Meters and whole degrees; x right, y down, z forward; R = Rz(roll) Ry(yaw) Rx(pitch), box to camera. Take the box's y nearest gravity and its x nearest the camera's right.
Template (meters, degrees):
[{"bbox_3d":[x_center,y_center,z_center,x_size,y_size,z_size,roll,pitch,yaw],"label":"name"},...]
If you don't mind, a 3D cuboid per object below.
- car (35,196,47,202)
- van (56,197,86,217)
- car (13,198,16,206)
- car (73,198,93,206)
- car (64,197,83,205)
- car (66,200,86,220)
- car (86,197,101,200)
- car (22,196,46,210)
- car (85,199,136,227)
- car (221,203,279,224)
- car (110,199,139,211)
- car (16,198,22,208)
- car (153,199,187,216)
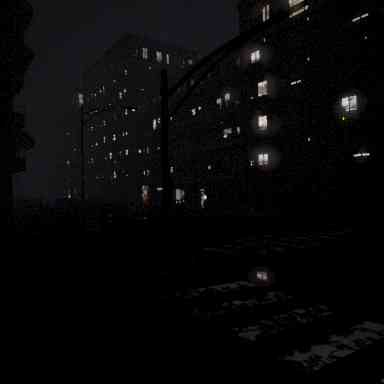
[{"bbox_3d":[-37.659,1.728,82.835,1.887,1.381,4.507,-1,1,-36],"label":"car"},{"bbox_3d":[-12.277,1.483,32.947,1.690,1.788,3.998,-1,1,-36],"label":"van"},{"bbox_3d":[-31.594,1.782,59.956,1.887,1.381,4.507,-1,1,-36],"label":"car"},{"bbox_3d":[-18.339,1.643,55.828,1.947,1.339,4.313,-1,1,-36],"label":"car"},{"bbox_3d":[-21.559,1.645,60.330,2.008,1.369,4.403,-1,1,-36],"label":"car"},{"bbox_3d":[-8.955,1.652,28.310,1.752,1.417,4.829,-1,1,-36],"label":"car"},{"bbox_3d":[-15.121,1.502,51.326,1.967,1.590,4.097,-1,1,-36],"label":"car"},{"bbox_3d":[-21.936,1.628,46.451,1.967,1.590,4.097,-1,1,-36],"label":"car"},{"bbox_3d":[-5.836,1.553,23.947,1.967,1.590,4.097,-1,1,-36],"label":"car"},{"bbox_3d":[4.102,1.498,24.459,1.752,1.417,4.829,-1,1,-36],"label":"car"},{"bbox_3d":[-8.679,1.581,42.325,2.008,1.369,4.403,-1,1,-36],"label":"car"},{"bbox_3d":[-25.154,1.769,50.953,1.947,1.339,4.313,-1,1,-36],"label":"car"},{"bbox_3d":[-2.240,1.441,33.322,1.967,1.590,4.097,-1,1,-36],"label":"car"}]
